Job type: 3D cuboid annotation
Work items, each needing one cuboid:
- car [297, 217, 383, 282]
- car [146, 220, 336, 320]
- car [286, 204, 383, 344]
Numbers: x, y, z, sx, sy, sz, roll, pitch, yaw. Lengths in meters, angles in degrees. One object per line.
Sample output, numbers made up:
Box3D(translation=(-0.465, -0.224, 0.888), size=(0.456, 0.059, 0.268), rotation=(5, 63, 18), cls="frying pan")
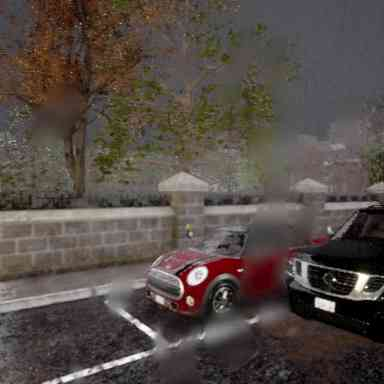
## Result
Box3D(translation=(5.540, 1.612, 10.519), size=(4.507, 1.381, 1.887), rotation=(0, -1, -36), cls="car")
Box3D(translation=(1.035, 1.472, 7.304), size=(4.097, 1.590, 1.967), rotation=(0, -1, -36), cls="car")
Box3D(translation=(4.121, 1.268, 6.298), size=(5.566, 2.045, 2.150), rotation=(1, 0, -36), cls="car")
